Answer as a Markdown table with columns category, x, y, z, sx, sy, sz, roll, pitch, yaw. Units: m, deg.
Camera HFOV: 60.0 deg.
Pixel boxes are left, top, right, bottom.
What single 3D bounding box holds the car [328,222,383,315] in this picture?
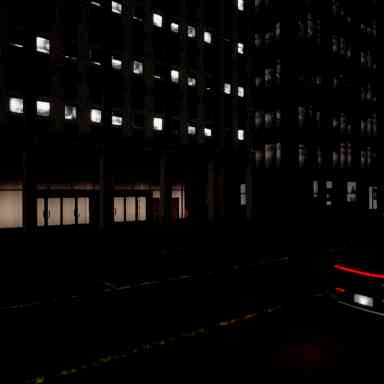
| category | x | y | z | sx | sy | sz | roll | pitch | yaw |
| --- | --- | --- | --- | --- | --- | --- | --- | --- | --- |
| car | 4.763 | 1.504 | 6.830 | 4.892 | 1.490 | 1.837 | 0 | 0 | -35 |

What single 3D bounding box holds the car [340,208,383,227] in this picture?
| category | x | y | z | sx | sy | sz | roll | pitch | yaw |
| --- | --- | --- | --- | --- | --- | --- | --- | --- | --- |
| car | 9.370 | 1.546 | 17.110 | 4.403 | 1.369 | 2.008 | 0 | 0 | -36 |
